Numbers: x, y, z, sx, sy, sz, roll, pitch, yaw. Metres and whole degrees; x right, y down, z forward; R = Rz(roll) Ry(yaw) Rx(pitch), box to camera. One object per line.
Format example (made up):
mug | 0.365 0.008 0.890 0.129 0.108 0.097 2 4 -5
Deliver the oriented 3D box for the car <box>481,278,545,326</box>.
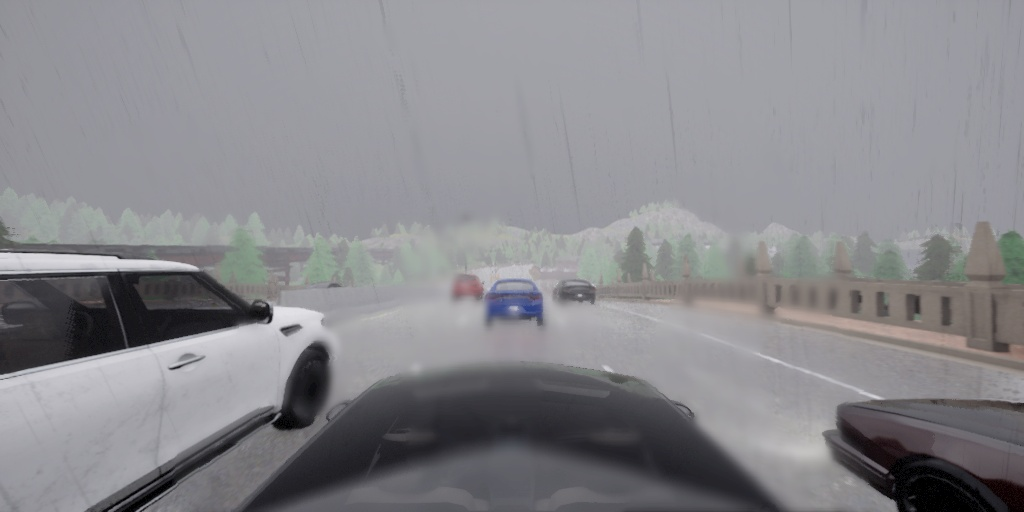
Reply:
car | 0.101 1.551 13.000 1.882 1.535 5.008 0 -3 0

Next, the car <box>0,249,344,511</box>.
car | -3.413 0.978 2.509 2.150 2.045 5.566 0 0 0

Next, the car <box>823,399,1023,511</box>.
car | 3.606 1.297 0.569 2.033 1.411 5.357 0 0 0

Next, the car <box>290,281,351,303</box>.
car | -14.086 2.695 26.802 1.837 1.490 4.892 0 -6 0

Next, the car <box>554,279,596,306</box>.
car | 3.600 2.119 21.193 1.882 1.535 5.008 0 -5 0

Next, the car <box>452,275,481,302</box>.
car | -3.400 2.626 28.813 2.150 2.045 5.566 0 -6 0
